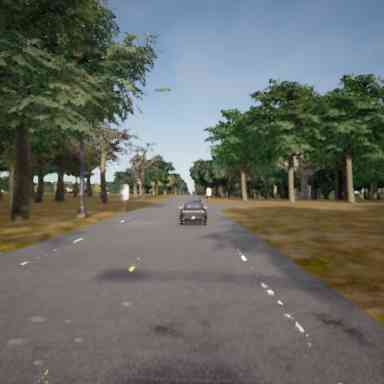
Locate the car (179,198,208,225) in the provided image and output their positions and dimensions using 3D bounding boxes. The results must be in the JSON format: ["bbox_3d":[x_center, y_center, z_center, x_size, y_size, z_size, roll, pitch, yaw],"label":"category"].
[{"bbox_3d":[0.092,1.465,23.939,2.128,1.511,4.902,0,0,0],"label":"car"}]
